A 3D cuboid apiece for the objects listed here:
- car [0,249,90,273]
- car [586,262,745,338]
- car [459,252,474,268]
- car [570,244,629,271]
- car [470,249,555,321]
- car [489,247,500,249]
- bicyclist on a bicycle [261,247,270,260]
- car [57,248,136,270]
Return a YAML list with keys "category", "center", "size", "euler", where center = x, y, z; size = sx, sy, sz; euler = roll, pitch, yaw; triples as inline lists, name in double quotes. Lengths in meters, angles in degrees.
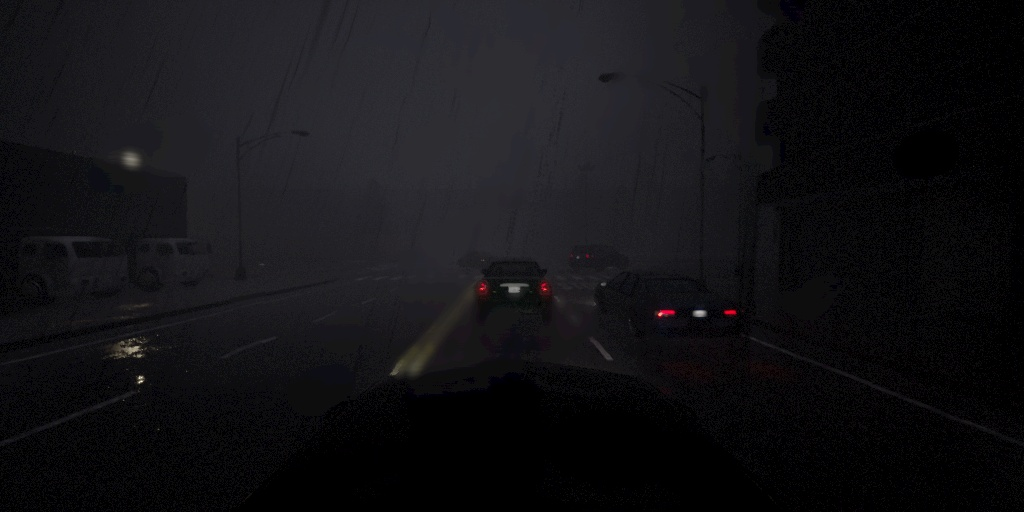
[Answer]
- category: "car"
  center: [-36.995, 0.384, 28.339]
  size: [4.674, 1.442, 1.812]
  euler: [0, 2, 0]
- category: "car"
  center: [3.562, 1.059, 9.281]
  size: [2.033, 1.411, 5.357]
  euler: [0, 2, 0]
- category: "car"
  center: [-2.850, 0.362, 30.186]
  size: [1.812, 1.442, 4.674]
  euler: [-1, 2, -32]
- category: "car"
  center: [6.789, 0.141, 27.721]
  size: [5.566, 2.045, 2.150]
  euler: [-2, 1, -42]
- category: "car"
  center: [0.071, 0.805, 11.168]
  size: [2.097, 1.767, 4.553]
  euler: [0, 2, 0]
- category: "car"
  center: [-3.527, -0.744, 64.986]
  size: [2.128, 1.511, 4.902]
  euler: [0, 2, 1]
- category: "bicyclist on a bicycle"
  center: [-29.420, -0.295, 42.819]
  size: [0.582, 1.620, 1.656]
  euler: [0, 2, 0]
- category: "car"
  center: [-36.920, 0.274, 31.841]
  size: [4.674, 1.442, 1.812]
  euler: [0, 2, 0]
